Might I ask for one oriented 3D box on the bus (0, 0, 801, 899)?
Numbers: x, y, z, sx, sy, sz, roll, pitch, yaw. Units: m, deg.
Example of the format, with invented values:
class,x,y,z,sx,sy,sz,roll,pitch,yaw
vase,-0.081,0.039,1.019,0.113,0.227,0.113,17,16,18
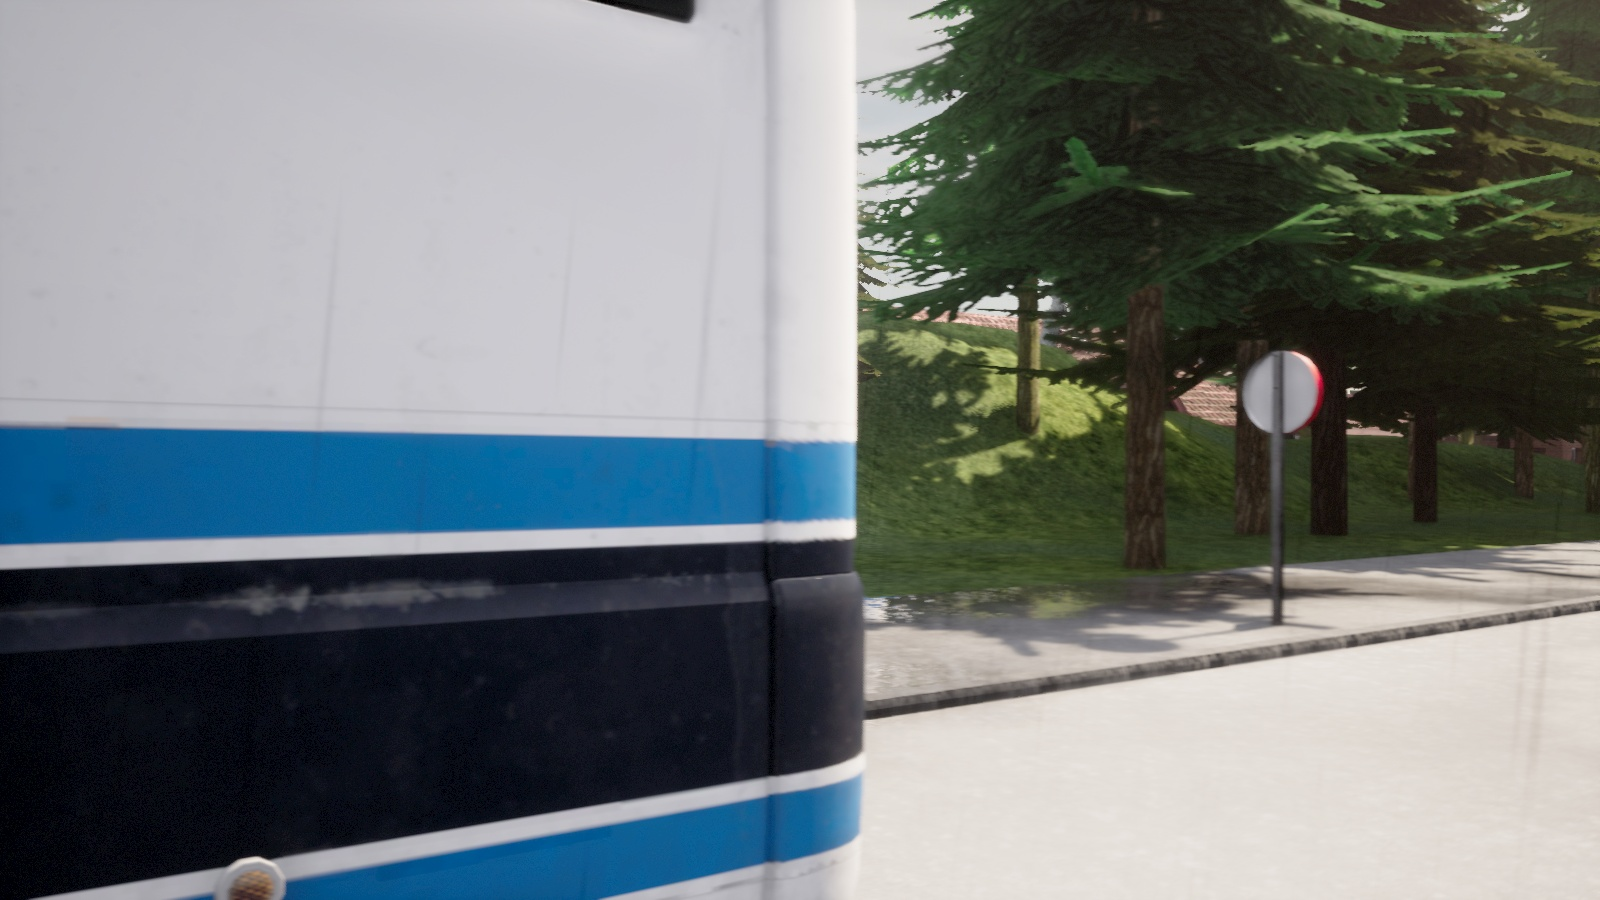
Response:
class,x,y,z,sx,sy,sz,roll,pitch,yaw
bus,-5.340,-0.626,0.556,10.273,4.253,3.944,0,0,-35
